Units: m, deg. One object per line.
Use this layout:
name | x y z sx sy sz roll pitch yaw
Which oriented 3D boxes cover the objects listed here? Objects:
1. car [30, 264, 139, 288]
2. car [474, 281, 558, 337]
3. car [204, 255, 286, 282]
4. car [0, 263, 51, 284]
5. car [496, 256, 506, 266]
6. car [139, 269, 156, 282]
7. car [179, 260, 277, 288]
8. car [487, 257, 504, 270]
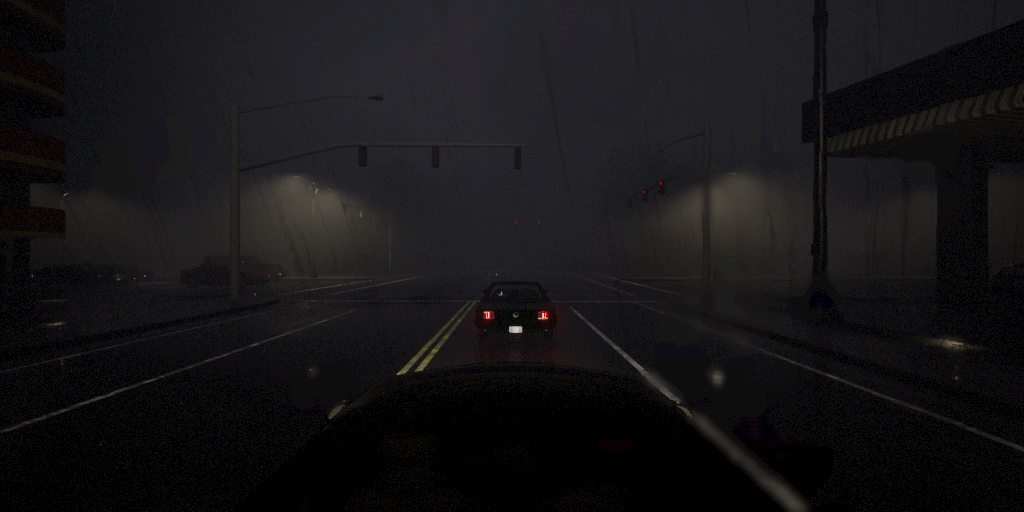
car | -27.830 1.241 23.164 4.902 1.511 2.128 0 0 1
car | 0.099 1.351 10.218 1.895 1.301 4.718 0 0 0
car | -19.887 0.971 26.537 5.566 2.045 2.150 0 0 1
car | -37.987 1.276 26.856 4.674 1.442 1.812 0 0 1
car | -2.586 1.241 64.147 2.128 1.511 4.902 0 0 1
car | -29.305 1.314 26.688 4.181 1.385 1.994 0 0 0
car | -18.327 1.228 22.989 5.008 1.535 1.882 0 0 1
car | -2.709 1.241 53.963 2.128 1.511 4.902 0 0 1
